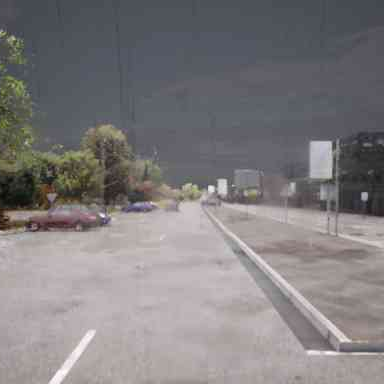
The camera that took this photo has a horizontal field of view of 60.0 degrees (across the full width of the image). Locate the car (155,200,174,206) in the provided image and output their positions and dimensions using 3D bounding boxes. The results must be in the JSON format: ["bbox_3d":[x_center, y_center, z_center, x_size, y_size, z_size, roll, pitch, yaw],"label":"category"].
[{"bbox_3d":[-7.699,3.142,92.853,5.008,1.535,2.097,0,-1,1],"label":"car"}]

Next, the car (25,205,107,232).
[{"bbox_3d":[-8.304,1.782,21.610,4.674,1.452,2.002,0,-1,0],"label":"car"}]

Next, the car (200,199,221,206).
[{"bbox_3d":[5.366,3.080,89.930,4.892,1.521,2.231,0,-1,1],"label":"car"}]

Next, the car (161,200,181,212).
[{"bbox_3d":[-3.060,2.388,50.710,1.994,1.385,4.181,0,-1,1],"label":"car"}]

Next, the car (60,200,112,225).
[{"bbox_3d":[-8.348,1.675,24.784,4.553,1.767,2.185,0,-1,0],"label":"car"}]

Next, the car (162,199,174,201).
[{"bbox_3d":[-7.739,3.014,87.286,5.008,1.535,2.097,0,-1,1],"label":"car"}]

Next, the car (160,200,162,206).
[{"bbox_3d":[-8.040,2.397,55.659,5.008,1.535,2.097,0,-1,1],"label":"car"}]

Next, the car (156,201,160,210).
[{"bbox_3d":[-8.059,2.335,52.387,4.892,1.521,2.231,0,-1,1],"label":"car"}]

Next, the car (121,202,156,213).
[{"bbox_3d":[-8.092,2.311,49.111,4.674,1.452,2.002,0,-1,1],"label":"car"}]
